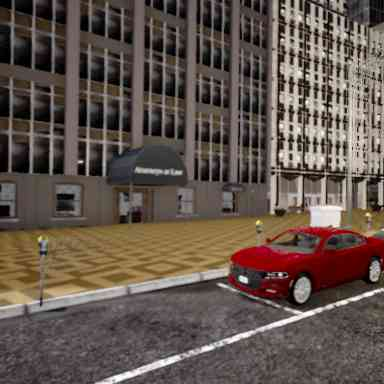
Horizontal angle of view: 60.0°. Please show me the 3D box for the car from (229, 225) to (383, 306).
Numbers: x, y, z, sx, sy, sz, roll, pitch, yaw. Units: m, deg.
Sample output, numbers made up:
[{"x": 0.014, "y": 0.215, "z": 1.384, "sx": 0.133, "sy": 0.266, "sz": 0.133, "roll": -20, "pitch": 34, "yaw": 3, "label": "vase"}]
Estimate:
[{"x": 2.903, "y": 1.526, "z": 8.021, "sx": 4.507, "sy": 1.381, "sz": 1.887, "roll": 0, "pitch": 1, "yaw": -35, "label": "car"}]
